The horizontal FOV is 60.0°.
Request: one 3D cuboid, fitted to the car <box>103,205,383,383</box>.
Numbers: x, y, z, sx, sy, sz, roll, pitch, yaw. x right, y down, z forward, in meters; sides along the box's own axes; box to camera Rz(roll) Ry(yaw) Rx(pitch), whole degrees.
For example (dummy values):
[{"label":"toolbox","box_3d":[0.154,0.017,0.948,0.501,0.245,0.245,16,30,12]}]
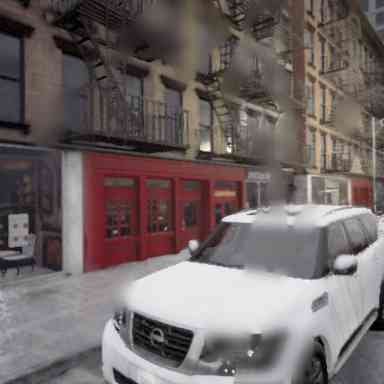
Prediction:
[{"label":"car","box_3d":[1.410,1.280,5.029,2.150,2.045,5.566,-1,0,41]}]
